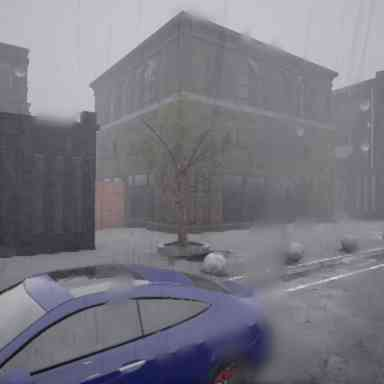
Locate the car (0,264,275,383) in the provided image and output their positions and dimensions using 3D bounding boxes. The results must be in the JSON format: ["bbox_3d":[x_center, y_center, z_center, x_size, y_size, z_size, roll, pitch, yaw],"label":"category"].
[{"bbox_3d":[-1.189,1.526,3.139,4.674,1.442,1.812,0,0,-36],"label":"car"}]
